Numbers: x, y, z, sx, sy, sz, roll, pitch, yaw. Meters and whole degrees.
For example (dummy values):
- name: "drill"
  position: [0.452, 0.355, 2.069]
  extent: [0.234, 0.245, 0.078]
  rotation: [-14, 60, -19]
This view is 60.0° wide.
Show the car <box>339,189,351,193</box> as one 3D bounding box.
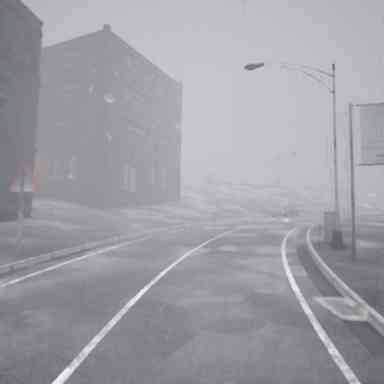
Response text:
- name: "car"
  position: [36.950, -0.099, 82.582]
  extent: [4.674, 1.452, 2.002]
  rotation: [3, -5, -27]

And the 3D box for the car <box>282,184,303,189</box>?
- name: "car"
  position: [21.840, -0.978, 75.363]
  extent: [5.008, 1.535, 2.097]
  rotation: [3, -5, -23]

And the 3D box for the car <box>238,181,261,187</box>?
- name: "car"
  position: [11.596, -1.483, 71.130]
  extent: [4.892, 1.521, 2.231]
  rotation: [2, -5, -21]

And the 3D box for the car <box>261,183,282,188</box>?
- name: "car"
  position: [16.740, -1.198, 73.188]
  extent: [4.674, 1.452, 2.002]
  rotation: [3, -5, -22]

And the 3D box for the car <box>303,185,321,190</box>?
- name: "car"
  position: [26.871, -0.835, 77.643]
  extent: [4.553, 1.767, 2.185]
  rotation: [3, -5, -24]

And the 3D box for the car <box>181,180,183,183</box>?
- name: "car"
  position: [-3.788, -2.237, 65.319]
  extent: [4.553, 1.767, 2.185]
  rotation: [2, -5, -21]

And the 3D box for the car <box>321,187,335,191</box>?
- name: "car"
  position: [32.027, -0.394, 80.104]
  extent: [4.792, 1.488, 2.163]
  rotation: [3, -5, -26]

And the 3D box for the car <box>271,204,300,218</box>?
- name: "car"
  position: [10.703, 2.185, 37.844]
  extent: [1.837, 1.490, 4.892]
  rotation: [-4, -4, 40]

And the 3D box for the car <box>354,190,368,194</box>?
- name: "car"
  position: [41.733, 0.150, 85.124]
  extent: [4.892, 1.521, 2.231]
  rotation: [3, -6, -28]

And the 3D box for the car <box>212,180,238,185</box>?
- name: "car"
  position: [6.439, -1.703, 69.173]
  extent: [4.892, 1.521, 2.231]
  rotation: [2, -5, -21]
